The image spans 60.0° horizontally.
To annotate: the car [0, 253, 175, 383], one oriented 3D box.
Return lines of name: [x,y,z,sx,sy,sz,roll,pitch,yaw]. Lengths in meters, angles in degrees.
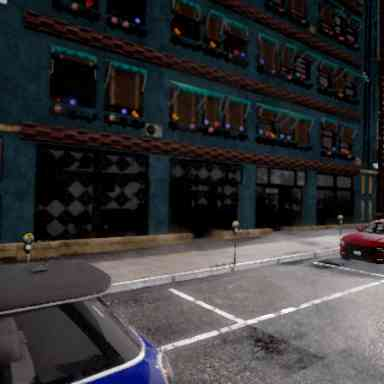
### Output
car: [-2.288,1.345,1.731,4.553,1.767,2.097,1,0,-35]

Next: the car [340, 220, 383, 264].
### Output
car: [6.888,1.635,11.451,4.507,1.381,1.887,1,1,-35]
